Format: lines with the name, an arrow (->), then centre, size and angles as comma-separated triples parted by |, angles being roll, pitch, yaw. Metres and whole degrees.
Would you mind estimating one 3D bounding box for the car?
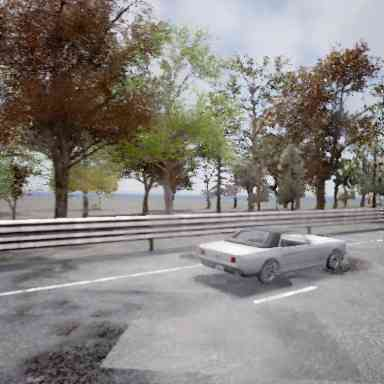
car -> 2.532, 1.687, 9.787 | 4.718, 1.301, 1.895 | 1, 0, -35
